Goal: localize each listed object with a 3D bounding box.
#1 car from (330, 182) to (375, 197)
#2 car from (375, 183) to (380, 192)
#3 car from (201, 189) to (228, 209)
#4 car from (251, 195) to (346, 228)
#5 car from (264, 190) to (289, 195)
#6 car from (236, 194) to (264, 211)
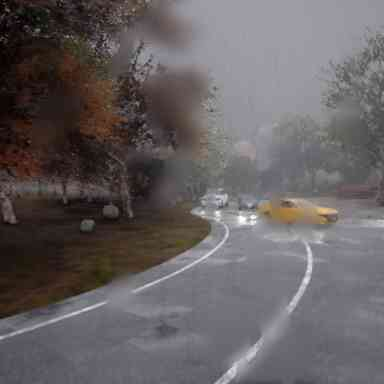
[{"bbox_3d":[23.682,-0.143,49.828,5.566,2.045,2.150,0,1,5],"label":"car"},{"bbox_3d":[28.294,-0.546,52.536,5.566,2.045,2.150,-1,1,13],"label":"car"},{"bbox_3d":[2.488,0.690,35.678,2.150,2.045,5.566,-1,1,14],"label":"car"},{"bbox_3d":[6.063,1.134,19.458,1.882,1.535,5.008,-2,1,-33],"label":"car"},{"bbox_3d":[12.397,0.431,50.027,4.892,1.490,1.837,-3,1,-29],"label":"car"},{"bbox_3d":[5.270,0.951,32.039,2.128,1.511,4.902,-2,1,4],"label":"car"}]
